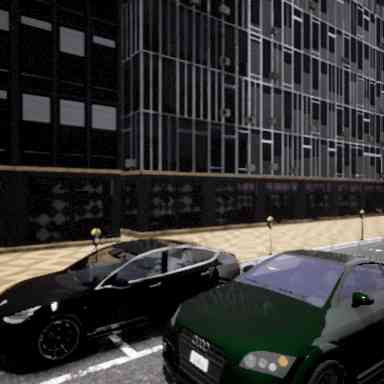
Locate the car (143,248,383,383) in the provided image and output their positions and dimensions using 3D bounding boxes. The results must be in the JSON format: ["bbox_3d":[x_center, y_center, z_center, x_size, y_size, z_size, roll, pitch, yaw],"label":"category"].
[{"bbox_3d":[1.694,1.552,4.591,4.181,1.385,1.994,0,0,-36],"label":"car"}]

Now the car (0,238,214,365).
[{"bbox_3d":[-1.022,1.559,5.833,4.313,1.339,1.947,0,0,-36],"label":"car"}]
